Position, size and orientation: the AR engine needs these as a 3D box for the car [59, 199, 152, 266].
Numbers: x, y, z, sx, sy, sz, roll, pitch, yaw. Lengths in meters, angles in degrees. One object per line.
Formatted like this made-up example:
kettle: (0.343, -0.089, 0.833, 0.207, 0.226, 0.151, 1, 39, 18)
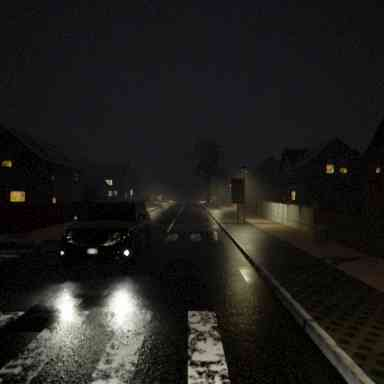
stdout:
car: (-2.758, 1.284, 11.951, 2.150, 2.045, 5.566, 0, 0, 0)
